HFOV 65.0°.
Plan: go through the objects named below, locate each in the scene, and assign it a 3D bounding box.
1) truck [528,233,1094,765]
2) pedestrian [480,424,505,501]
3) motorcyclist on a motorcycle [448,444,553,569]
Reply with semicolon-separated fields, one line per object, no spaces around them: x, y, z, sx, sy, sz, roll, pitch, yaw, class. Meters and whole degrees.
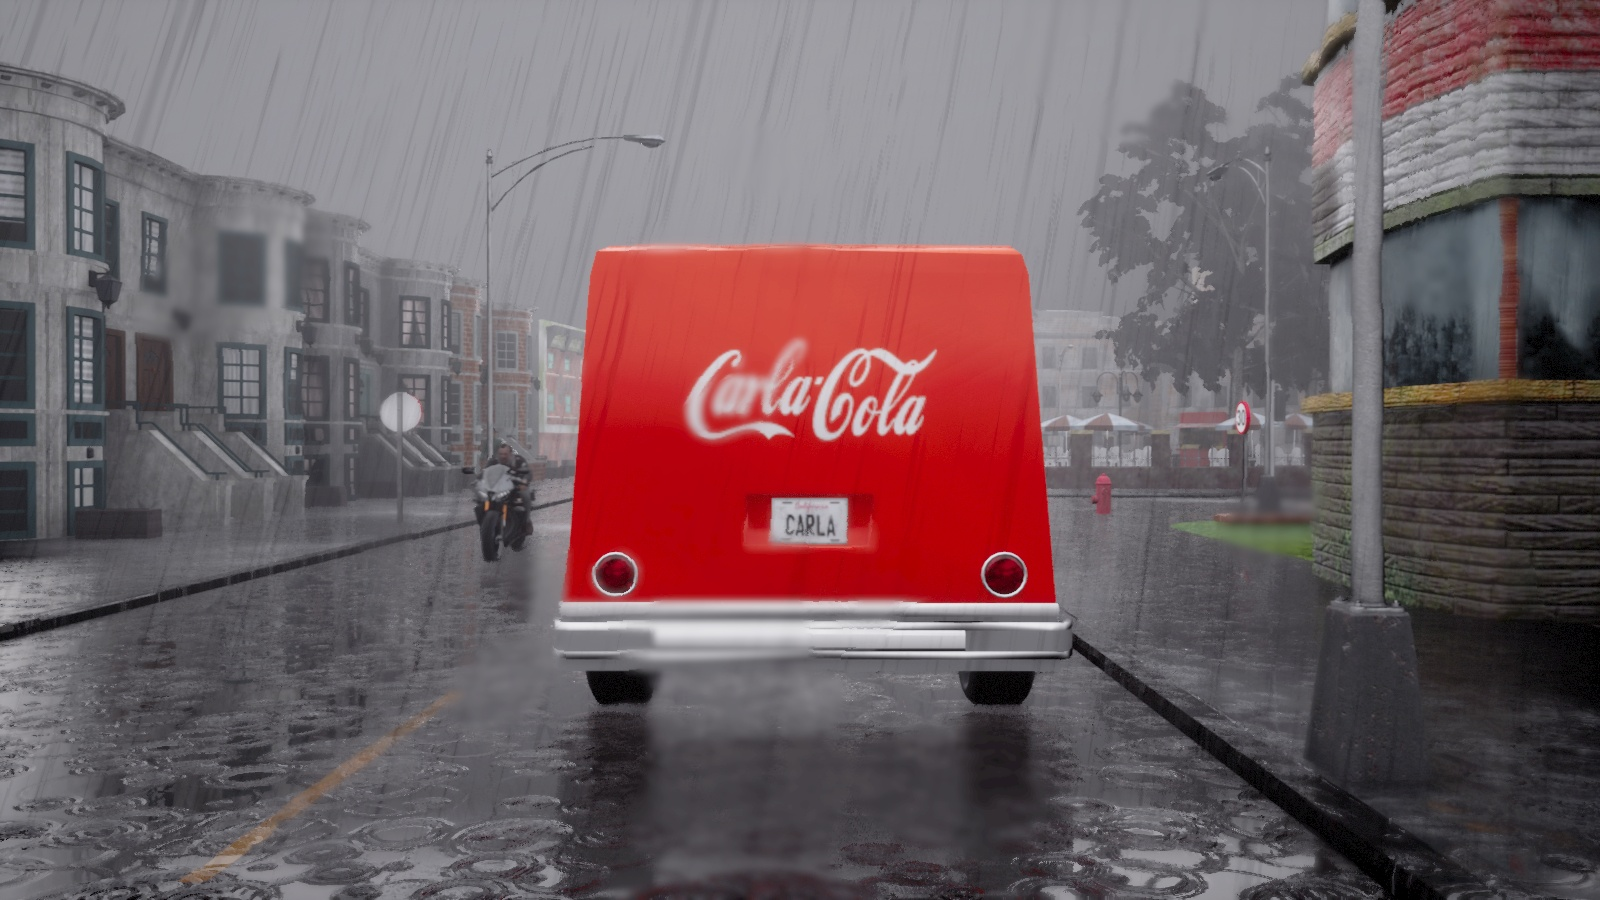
0.065;0.215;8.434;2.627;2.467;5.204;0;0;0;truck
-7.406;0.291;30.267;0.353;1.847;0.614;0;0;14;pedestrian
-3.907;0.691;16.572;0.866;1.530;2.191;0;0;0;motorcyclist on a motorcycle
